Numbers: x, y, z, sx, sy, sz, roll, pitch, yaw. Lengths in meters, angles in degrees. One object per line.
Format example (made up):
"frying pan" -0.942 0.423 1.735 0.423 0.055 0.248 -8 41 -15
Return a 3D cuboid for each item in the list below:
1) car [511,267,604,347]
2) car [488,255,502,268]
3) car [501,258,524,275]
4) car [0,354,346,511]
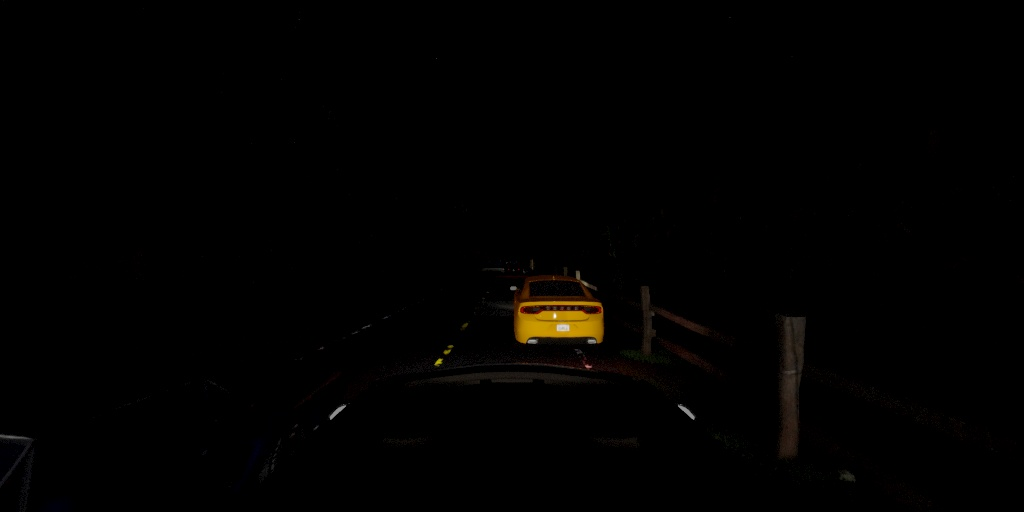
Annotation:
"car" 0.985 1.227 9.357 1.882 1.535 5.008 0 0 0
"car" -2.616 0.913 58.091 2.150 2.045 5.566 0 0 0
"car" 0.175 1.219 38.330 2.128 1.511 4.902 0 0 0
"car" -2.747 1.351 1.674 1.895 1.301 4.718 0 0 0
